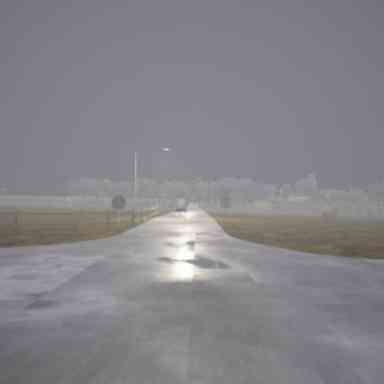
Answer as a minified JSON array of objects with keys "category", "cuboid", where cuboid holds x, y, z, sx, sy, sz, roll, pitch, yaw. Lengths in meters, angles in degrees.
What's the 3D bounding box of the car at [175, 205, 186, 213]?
[{"category":"car","cuboid":[-2.025,3.093,60.633,1.994,1.385,4.181,0,-2,1]}]
